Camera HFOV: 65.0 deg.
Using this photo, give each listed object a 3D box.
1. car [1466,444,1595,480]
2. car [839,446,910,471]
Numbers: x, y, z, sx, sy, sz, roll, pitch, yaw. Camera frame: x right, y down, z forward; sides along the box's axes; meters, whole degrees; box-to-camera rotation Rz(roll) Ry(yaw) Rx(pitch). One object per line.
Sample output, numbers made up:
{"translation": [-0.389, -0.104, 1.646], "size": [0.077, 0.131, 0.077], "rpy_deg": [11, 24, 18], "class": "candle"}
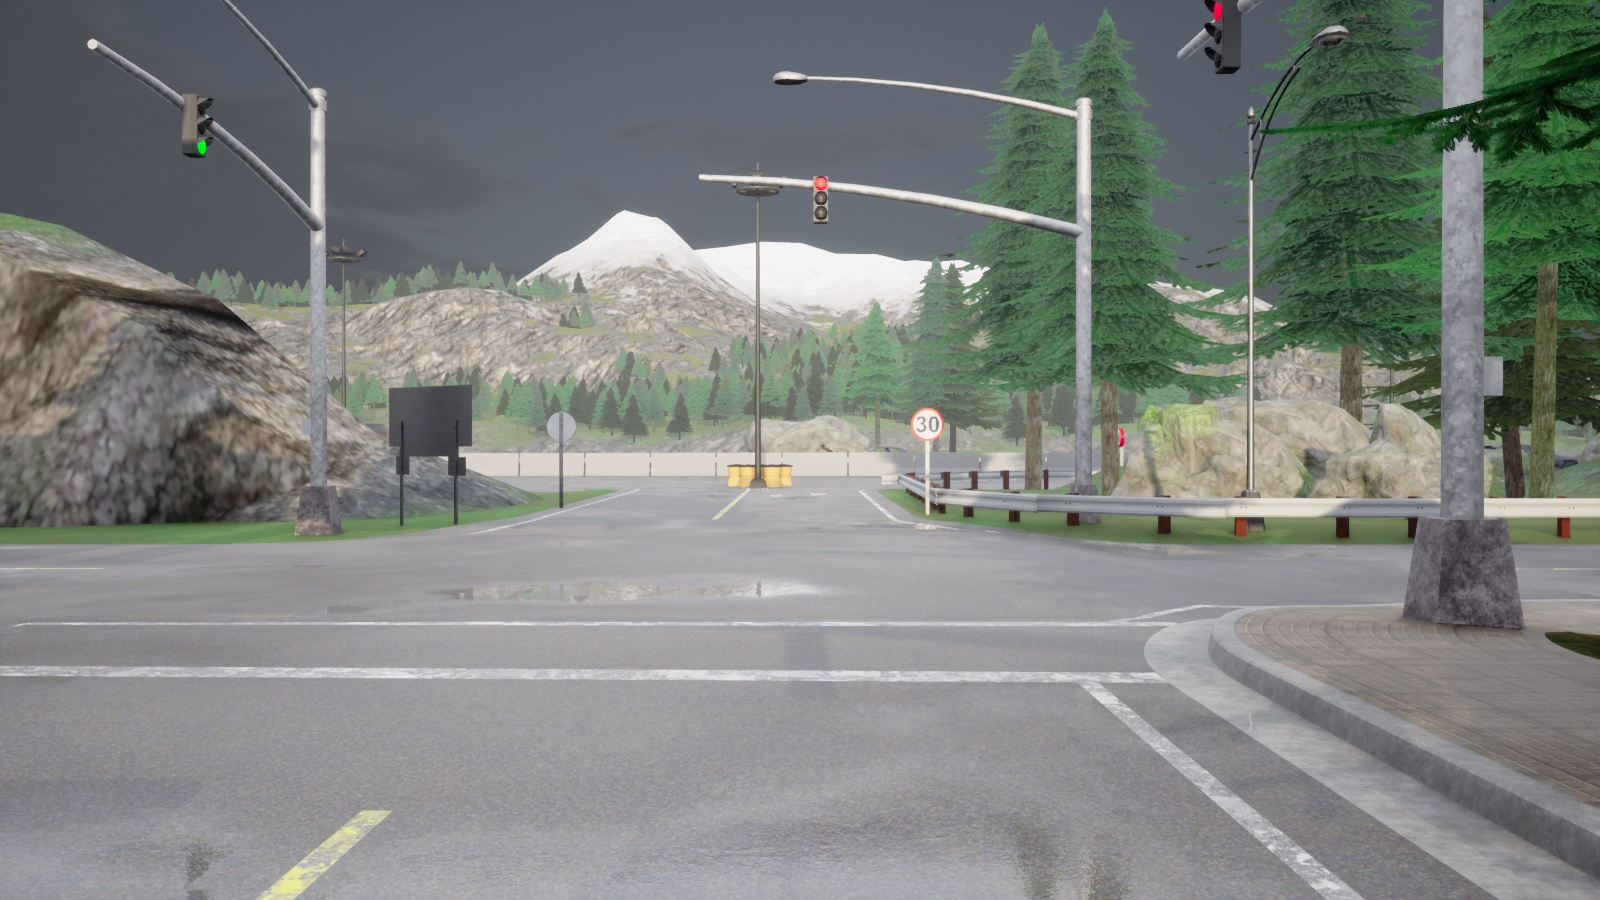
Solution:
{"translation": [34.231, 0.567, 58.939], "size": [4.856, 1.649, 2.033], "rpy_deg": [0, 0, 0], "class": "car"}
{"translation": [4.517, 0.527, 76.650], "size": [4.193, 1.474, 1.816], "rpy_deg": [0, 0, 0], "class": "car"}
